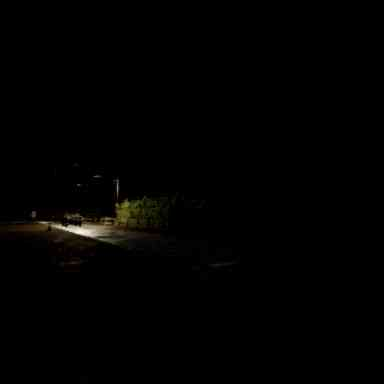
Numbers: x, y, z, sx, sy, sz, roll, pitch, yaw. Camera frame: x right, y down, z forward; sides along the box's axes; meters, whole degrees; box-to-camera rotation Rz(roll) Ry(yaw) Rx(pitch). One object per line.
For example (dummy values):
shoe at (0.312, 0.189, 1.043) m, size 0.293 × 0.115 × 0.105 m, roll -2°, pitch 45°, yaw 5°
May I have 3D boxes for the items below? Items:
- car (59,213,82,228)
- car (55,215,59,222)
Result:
car at (-17.575, 4.102, 48.633) m, size 2.150 × 2.045 × 5.566 m, roll 2°, pitch -4°, yaw -28°
car at (-33.802, 6.759, 84.951) m, size 2.097 × 1.767 × 4.553 m, roll 2°, pitch -5°, yaw -28°
